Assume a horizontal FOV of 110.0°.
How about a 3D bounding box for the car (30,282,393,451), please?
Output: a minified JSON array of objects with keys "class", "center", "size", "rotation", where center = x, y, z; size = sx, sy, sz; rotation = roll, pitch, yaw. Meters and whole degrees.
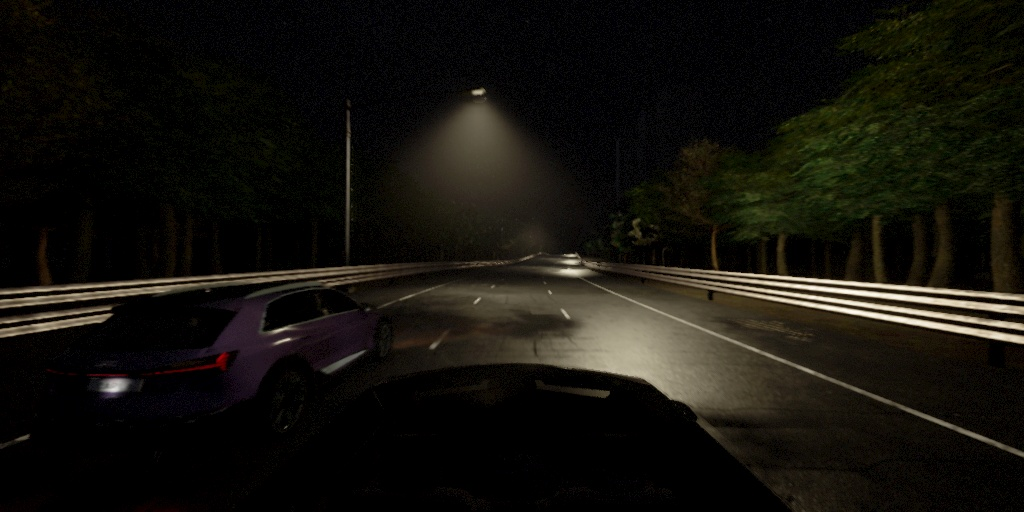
[{"class":"car","center":[-3.365,1.161,5.301],"size":[2.033,1.649,4.856],"rotation":[0,0,0]}]
